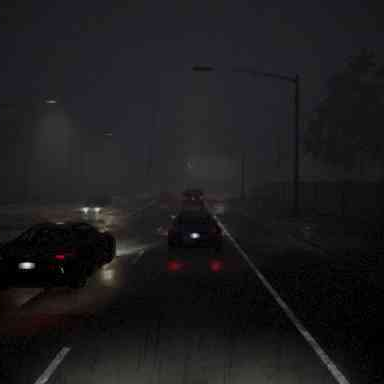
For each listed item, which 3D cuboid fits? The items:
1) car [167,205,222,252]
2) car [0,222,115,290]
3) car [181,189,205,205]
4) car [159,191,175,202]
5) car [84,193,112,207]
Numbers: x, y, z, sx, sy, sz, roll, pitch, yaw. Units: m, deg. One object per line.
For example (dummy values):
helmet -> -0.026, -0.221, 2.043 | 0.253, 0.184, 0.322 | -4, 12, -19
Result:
car -> 0.101, 1.419, 13.252 | 1.994, 1.385, 4.181 | 0, 1, 0
car -> -3.398, 1.470, 8.867 | 1.994, 1.385, 4.181 | 0, 1, 0
car -> 0.104, 0.651, 33.741 | 2.150, 2.045, 5.566 | 0, 2, 0
car -> -3.396, 0.580, 45.062 | 1.837, 1.490, 4.892 | 0, 2, 0
car -> -10.498, 0.863, 37.563 | 2.033, 1.411, 5.357 | 0, 2, 0
